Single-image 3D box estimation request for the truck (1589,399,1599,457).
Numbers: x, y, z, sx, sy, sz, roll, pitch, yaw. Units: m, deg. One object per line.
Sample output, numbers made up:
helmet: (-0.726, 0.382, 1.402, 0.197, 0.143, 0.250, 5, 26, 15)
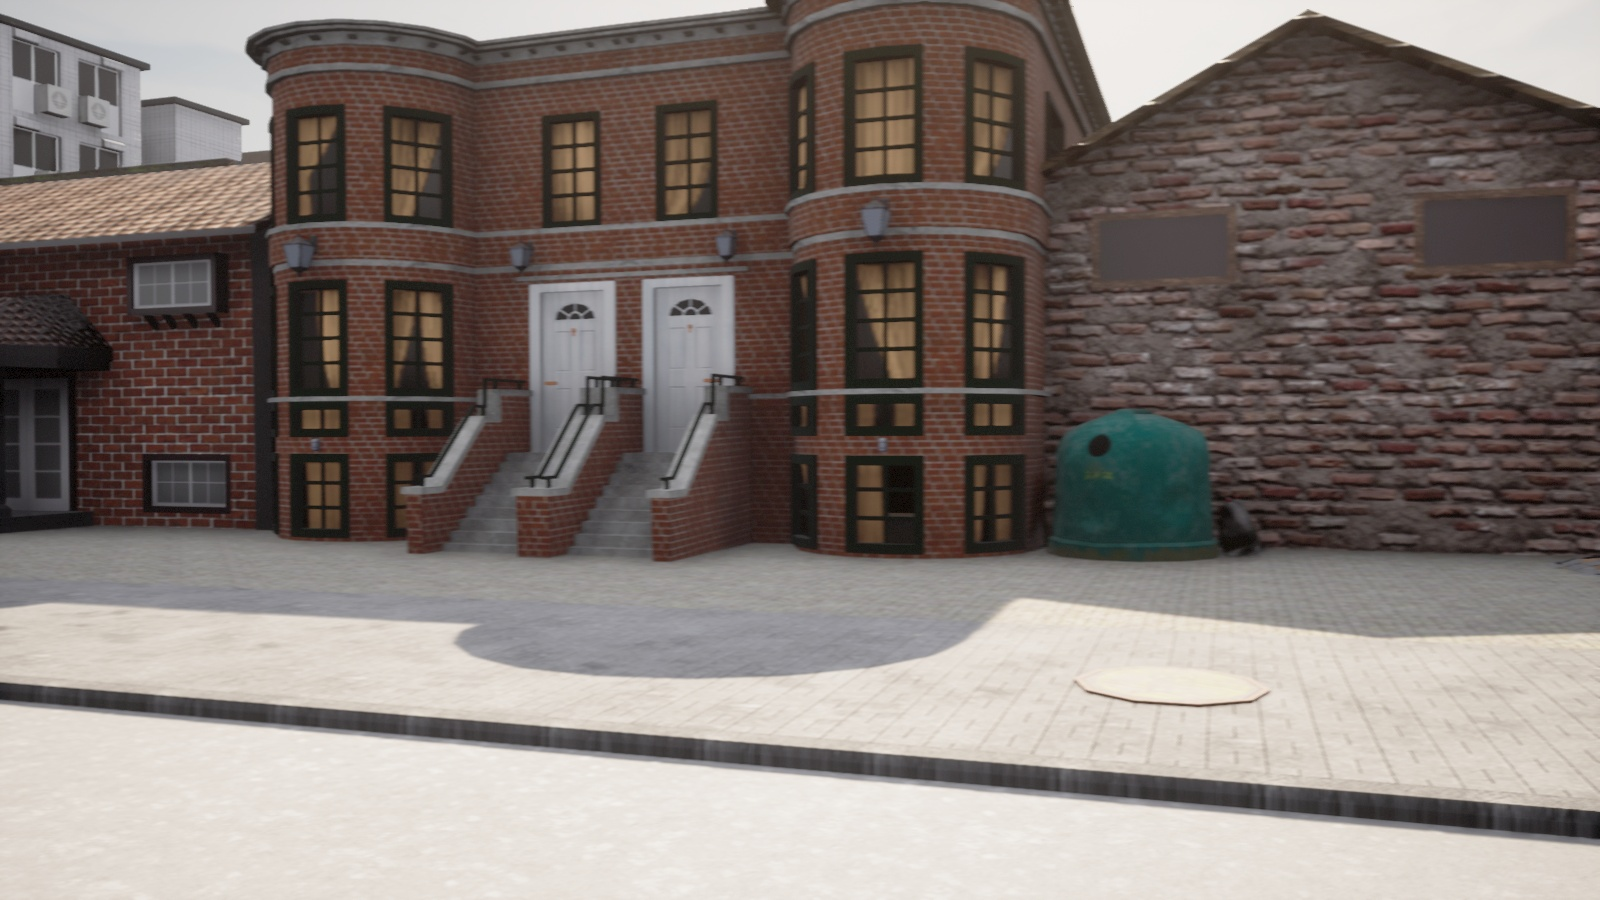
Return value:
truck: (53.903, -1.437, 81.285, 2.891, 3.827, 8.468, 1, 1, 19)
